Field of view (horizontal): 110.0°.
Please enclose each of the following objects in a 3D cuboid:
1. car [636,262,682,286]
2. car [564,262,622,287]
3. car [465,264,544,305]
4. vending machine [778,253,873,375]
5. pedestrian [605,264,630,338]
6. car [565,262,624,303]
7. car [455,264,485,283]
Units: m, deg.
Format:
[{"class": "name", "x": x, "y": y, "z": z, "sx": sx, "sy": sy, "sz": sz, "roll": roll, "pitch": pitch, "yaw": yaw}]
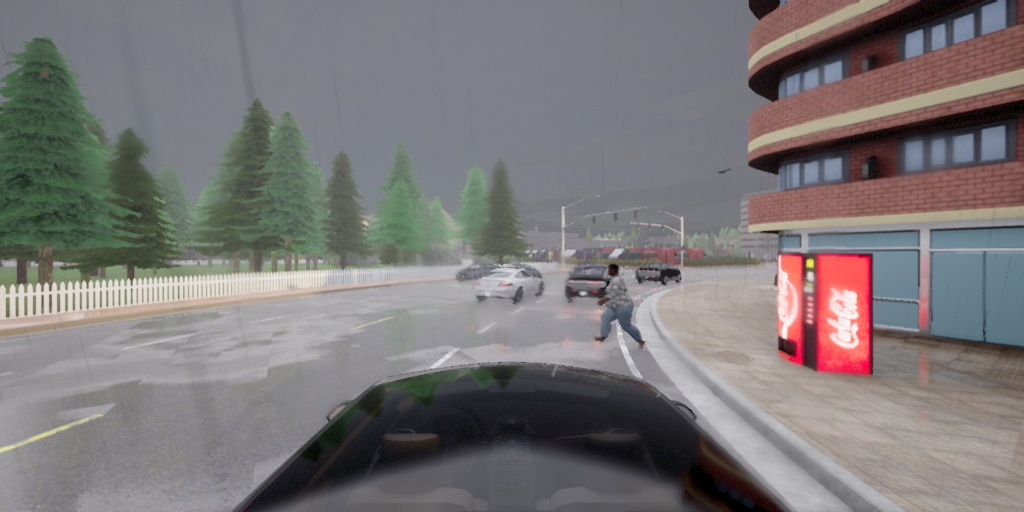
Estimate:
[{"class": "car", "x": 10.391, "y": 1.196, "z": 25.204, "sx": 2.128, "sy": 1.511, "sz": 4.902, "roll": 0, "pitch": 0, "yaw": 41}, {"class": "car", "x": 5.850, "y": 1.195, "z": 25.530, "sx": 2.128, "sy": 1.511, "sz": 4.902, "roll": 0, "pitch": 0, "yaw": 38}, {"class": "car", "x": -0.007, "y": 1.247, "z": 16.084, "sx": 1.812, "sy": 1.442, "sz": 4.674, "roll": 0, "pitch": 0, "yaw": 23}, {"class": "vending machine", "x": 5.293, "y": 0.937, "z": 6.151, "sx": 1.100, "sy": 2.100, "sz": 0.880, "roll": 0, "pitch": 0, "yaw": 10}, {"class": "pedestrian", "x": 2.268, "y": 1.032, "z": 7.716, "sx": 0.375, "sy": 1.860, "sz": 0.375, "roll": 0, "pitch": 0, "yaw": 12}, {"class": "car", "x": 3.785, "y": 1.214, "z": 16.015, "sx": 2.128, "sy": 1.511, "sz": 4.902, "roll": 0, "pitch": 0, "yaw": 25}, {"class": "car", "x": -2.277, "y": 1.265, "z": 26.740, "sx": 1.994, "sy": 1.385, "sz": 4.181, "roll": 0, "pitch": 0, "yaw": 34}]
